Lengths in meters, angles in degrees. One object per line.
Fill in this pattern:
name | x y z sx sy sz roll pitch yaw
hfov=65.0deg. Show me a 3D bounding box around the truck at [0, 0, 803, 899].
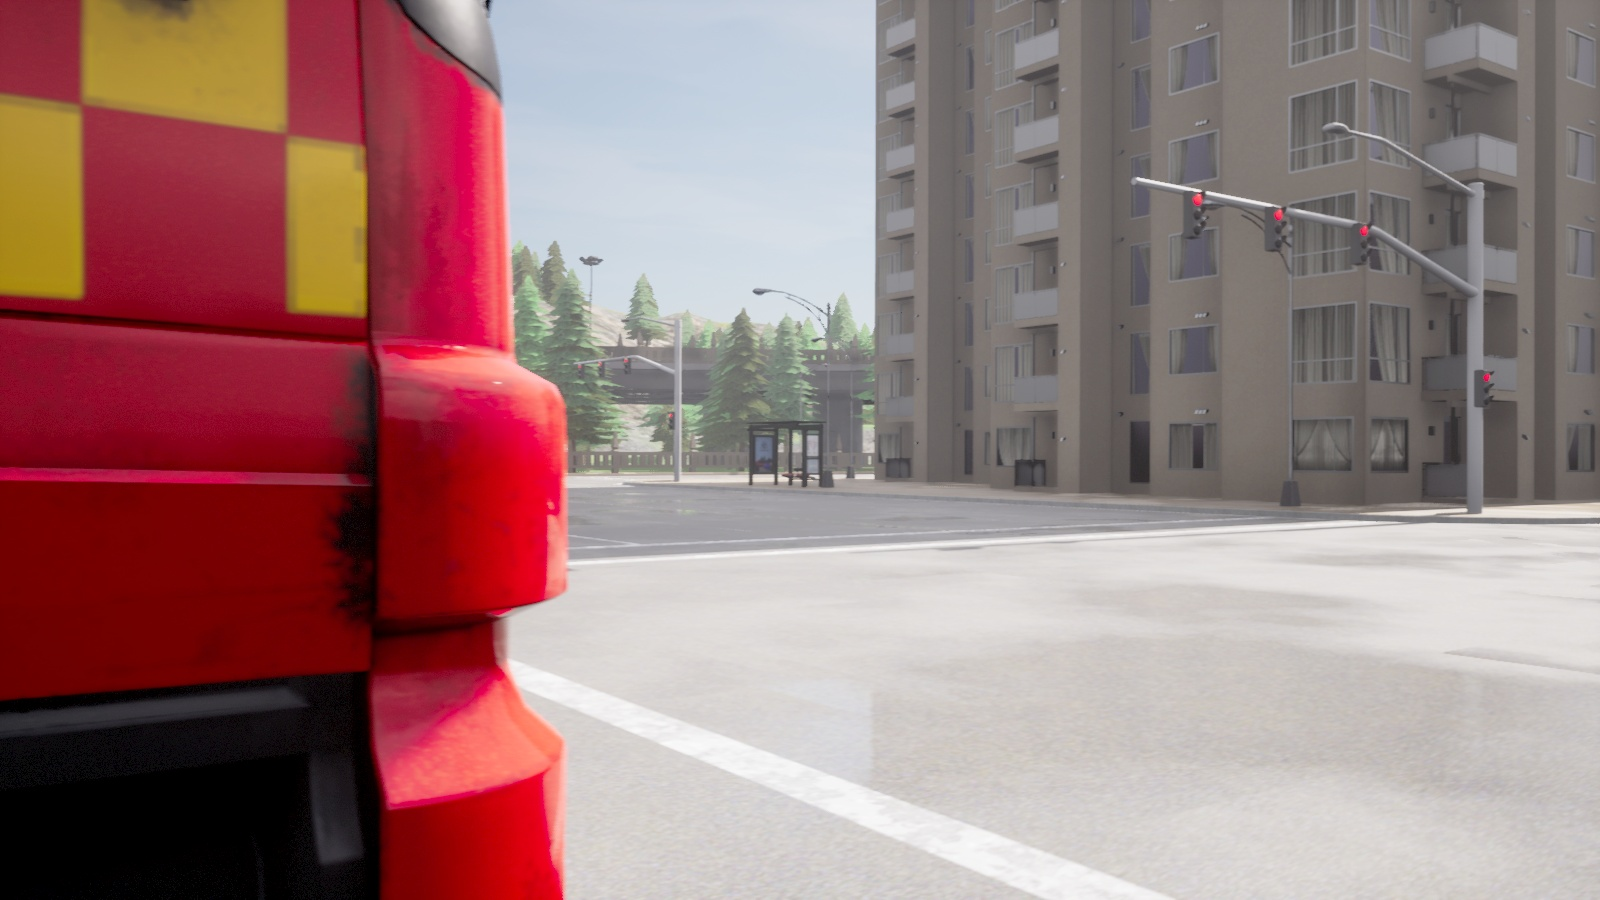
truck | -4.296 -0.415 0.673 8.468 3.827 2.891 0 0 -35
